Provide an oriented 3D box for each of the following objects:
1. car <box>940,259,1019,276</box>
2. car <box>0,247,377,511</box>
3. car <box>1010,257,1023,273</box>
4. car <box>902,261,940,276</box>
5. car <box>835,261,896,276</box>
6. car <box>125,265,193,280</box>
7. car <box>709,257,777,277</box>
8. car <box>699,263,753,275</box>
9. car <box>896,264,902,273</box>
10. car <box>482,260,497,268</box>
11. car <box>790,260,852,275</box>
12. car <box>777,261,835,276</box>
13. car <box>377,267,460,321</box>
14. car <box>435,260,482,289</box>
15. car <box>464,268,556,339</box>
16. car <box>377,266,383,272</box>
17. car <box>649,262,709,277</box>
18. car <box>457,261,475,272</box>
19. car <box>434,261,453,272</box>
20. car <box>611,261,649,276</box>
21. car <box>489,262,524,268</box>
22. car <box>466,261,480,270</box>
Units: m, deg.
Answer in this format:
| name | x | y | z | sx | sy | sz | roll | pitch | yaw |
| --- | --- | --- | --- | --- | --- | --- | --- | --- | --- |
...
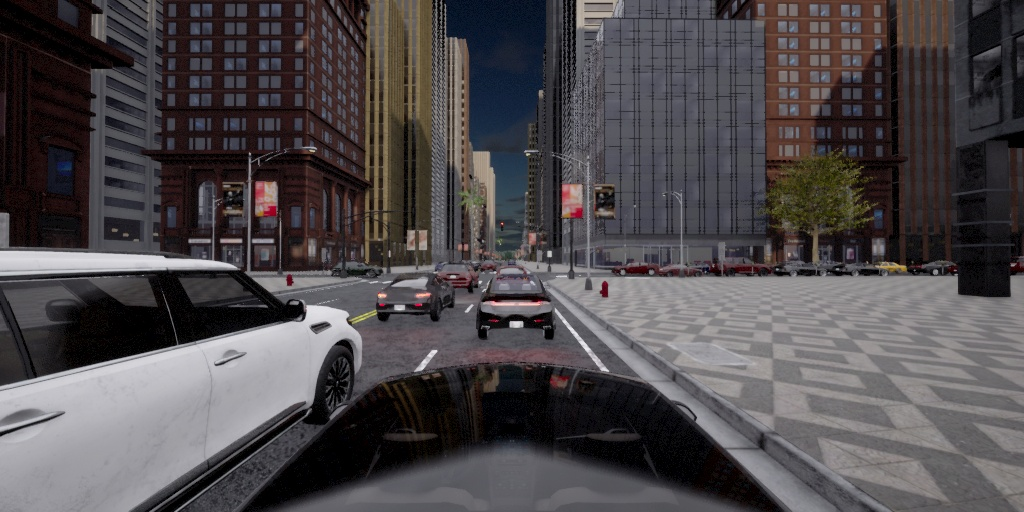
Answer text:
| name | x | y | z | sx | sy | sz | roll | pitch | yaw |
| --- | --- | --- | --- | --- | --- | --- | --- | --- | --- |
| car | 43.481 | 1.214 | 33.395 | 4.507 | 1.381 | 1.888 | 0 | 0 | -1 |
| car | -3.155 | 0.972 | 2.597 | 2.150 | 2.045 | 5.566 | 0 | 0 | 0 |
| car | 49.119 | 0.973 | 33.486 | 5.009 | 1.841 | 2.192 | 0 | 0 | -1 |
| car | 42.828 | 1.206 | 36.010 | 4.892 | 1.490 | 1.837 | 0 | -1 | -1 |
| car | 32.205 | 1.260 | 33.210 | 4.313 | 1.339 | 1.948 | 0 | 0 | -1 |
| car | -34.329 | 1.581 | 34.931 | 4.718 | 1.301 | 1.895 | 0 | -1 | 0 |
| car | 20.931 | 1.041 | 33.027 | 5.009 | 1.841 | 2.192 | 0 | 0 | -1 |
| car | 23.155 | 1.389 | 38.835 | 4.718 | 1.301 | 1.895 | 0 | -1 | -1 |
| car | 43.178 | 1.295 | 41.915 | 4.829 | 1.417 | 1.751 | 0 | 0 | -1 |
| car | -3.277 | 1.326 | 52.623 | 2.097 | 1.767 | 4.553 | 0 | 0 | 1 |
| car | 33.566 | 1.251 | 38.998 | 4.902 | 1.511 | 2.128 | 0 | -1 | -1 |
| car | 26.568 | 1.275 | 33.118 | 4.313 | 1.339 | 1.948 | 0 | 0 | -1 |
| car | -3.158 | 1.288 | 12.376 | 1.812 | 1.442 | 4.674 | 0 | 0 | 0 |
| car | -3.164 | 1.142 | 21.356 | 2.097 | 1.767 | 4.553 | 0 | 0 | 0 |
| car | 0.093 | 1.248 | 10.066 | 2.128 | 1.511 | 4.902 | 0 | 0 | 0 |
| car | -15.101 | 1.242 | 35.263 | 4.553 | 1.767 | 2.097 | 0 | -1 | -4 |
| car | 15.292 | 1.327 | 32.935 | 4.207 | 1.307 | 1.802 | 0 | 0 | -1 |
| car | -6.636 | 1.463 | 52.188 | 2.128 | 1.511 | 4.902 | 0 | 0 | 0 |
| car | -9.876 | 1.495 | 51.910 | 1.812 | 1.442 | 4.674 | 0 | 0 | 0 |
| car | 13.238 | 1.299 | 38.687 | 5.008 | 1.535 | 1.882 | 0 | -1 | -2 |
| car | -0.014 | 1.260 | 19.567 | 1.882 | 1.535 | 5.008 | 0 | 0 | 0 |
| car | -6.623 | 1.561 | 61.287 | 1.812 | 1.442 | 4.674 | 0 | 0 | 0 |
